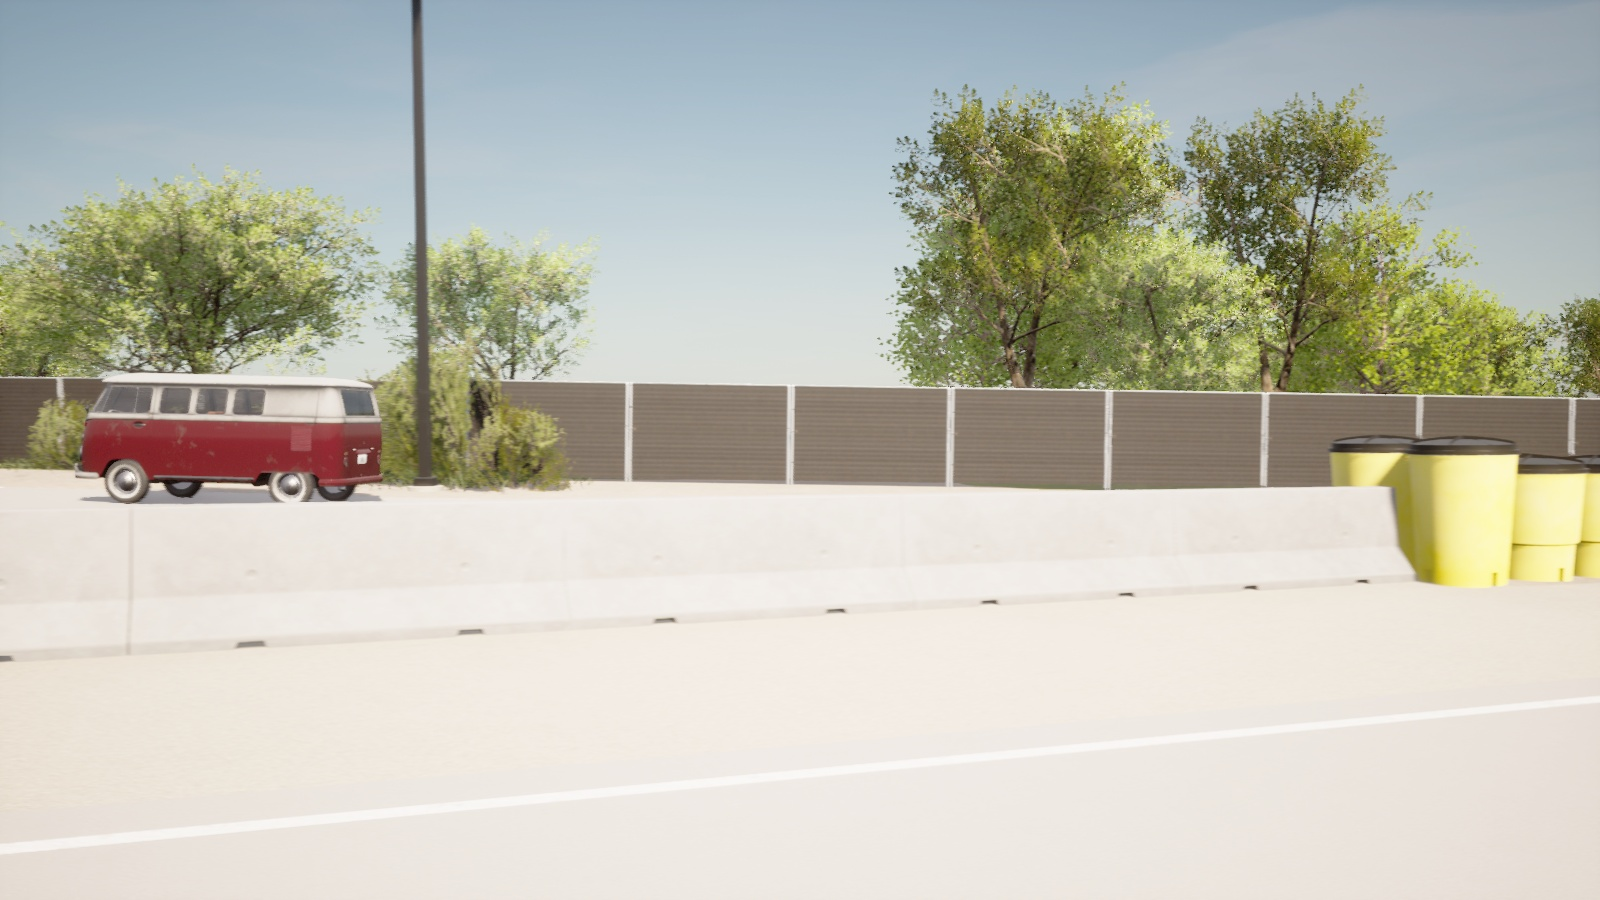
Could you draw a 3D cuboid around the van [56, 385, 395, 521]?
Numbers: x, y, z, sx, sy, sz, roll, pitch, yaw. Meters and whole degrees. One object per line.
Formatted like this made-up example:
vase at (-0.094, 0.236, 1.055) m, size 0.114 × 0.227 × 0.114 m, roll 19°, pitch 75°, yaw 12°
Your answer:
van at (-8.788, 0.016, 19.437) m, size 4.442 × 1.987 × 1.775 m, roll 0°, pitch 2°, yaw 5°
